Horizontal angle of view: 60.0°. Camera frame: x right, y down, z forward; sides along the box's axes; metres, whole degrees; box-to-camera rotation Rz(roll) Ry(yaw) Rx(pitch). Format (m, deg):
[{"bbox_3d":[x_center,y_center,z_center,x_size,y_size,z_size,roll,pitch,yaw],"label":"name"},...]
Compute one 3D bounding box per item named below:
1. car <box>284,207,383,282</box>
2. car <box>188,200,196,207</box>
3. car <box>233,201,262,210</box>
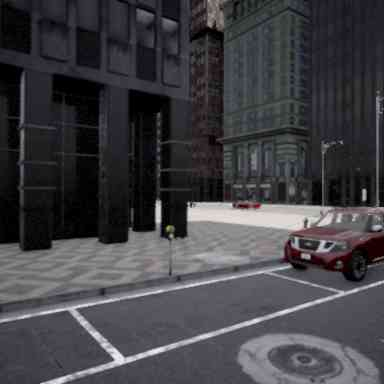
[{"bbox_3d":[5.064,1.411,10.258,5.009,1.841,2.192,1,-1,-35],"label":"car"},{"bbox_3d":[-1.473,2.029,59.841,2.033,1.411,5.357,0,0,-35],"label":"car"},{"bbox_3d":[8.487,2.065,51.329,1.895,1.301,4.718,0,0,-35],"label":"car"}]
